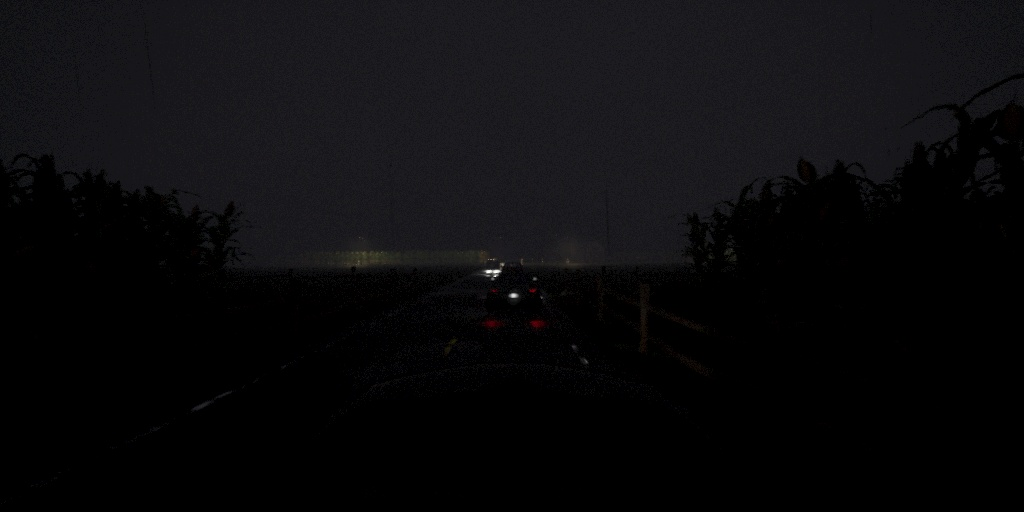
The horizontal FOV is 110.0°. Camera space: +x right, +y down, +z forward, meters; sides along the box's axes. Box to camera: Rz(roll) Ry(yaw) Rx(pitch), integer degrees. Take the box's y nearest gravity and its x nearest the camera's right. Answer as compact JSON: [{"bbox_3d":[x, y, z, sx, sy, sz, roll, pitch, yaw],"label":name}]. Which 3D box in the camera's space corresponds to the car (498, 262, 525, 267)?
[{"bbox_3d":[0.082,1.236,30.220,1.882,1.535,5.008,0,0,0],"label":"car"}]

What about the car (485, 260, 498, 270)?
[{"bbox_3d":[-2.816,1.275,52.922,2.128,1.511,4.902,0,0,0],"label":"car"}]

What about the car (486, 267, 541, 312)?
[{"bbox_3d":[0.075,1.314,14.173,1.994,1.385,4.181,0,0,0],"label":"car"}]
